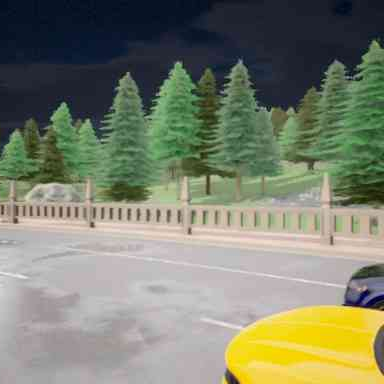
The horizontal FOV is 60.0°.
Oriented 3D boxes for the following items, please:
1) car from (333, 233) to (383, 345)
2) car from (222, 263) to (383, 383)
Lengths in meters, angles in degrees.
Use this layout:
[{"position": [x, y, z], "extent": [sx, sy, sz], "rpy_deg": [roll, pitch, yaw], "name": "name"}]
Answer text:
[{"position": [4.505, 1.540, 4.861], "extent": [4.181, 1.385, 1.994], "rpy_deg": [0, 0, 35], "name": "car"}, {"position": [2.537, 1.466, 2.006], "extent": [5.008, 1.535, 1.882], "rpy_deg": [0, 0, 36], "name": "car"}]
